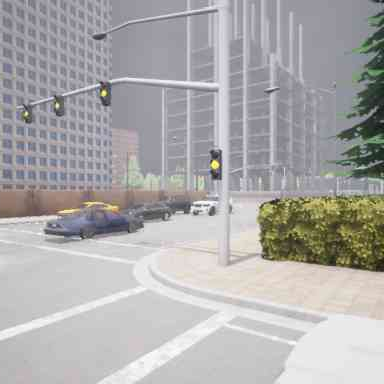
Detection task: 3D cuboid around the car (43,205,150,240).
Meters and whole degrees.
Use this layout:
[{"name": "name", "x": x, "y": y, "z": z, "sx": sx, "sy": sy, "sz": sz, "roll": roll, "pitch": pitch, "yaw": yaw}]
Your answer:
[{"name": "car", "x": -4.947, "y": 1.608, "z": 17.522, "sx": 2.033, "sy": 1.411, "sz": 5.357, "roll": 0, "pitch": 0, "yaw": 35}]

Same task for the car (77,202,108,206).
[{"name": "car", "x": -7.948, "y": 1.540, "z": 25.719, "sx": 1.882, "sy": 1.535, "sz": 5.008, "roll": 0, "pitch": 0, "yaw": 35}]

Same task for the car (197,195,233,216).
[{"name": "car", "x": 2.166, "y": 1.283, "z": 33.857, "sx": 2.150, "sy": 2.045, "sz": 5.566, "roll": 0, "pitch": 0, "yaw": 36}]

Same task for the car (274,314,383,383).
[{"name": "car", "x": 2.865, "y": 1.600, "z": 1.924, "sx": 4.718, "sy": 1.301, "sz": 1.895, "roll": 0, "pitch": 0, "yaw": 36}]

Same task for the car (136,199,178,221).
[{"name": "car", "x": -3.559, "y": 1.566, "z": 25.847, "sx": 1.837, "sy": 1.490, "sz": 4.892, "roll": 0, "pitch": 0, "yaw": 35}]

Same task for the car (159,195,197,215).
[{"name": "car", "x": -2.179, "y": 1.284, "z": 33.809, "sx": 2.150, "sy": 2.045, "sz": 5.566, "roll": 0, "pitch": 0, "yaw": 35}]
